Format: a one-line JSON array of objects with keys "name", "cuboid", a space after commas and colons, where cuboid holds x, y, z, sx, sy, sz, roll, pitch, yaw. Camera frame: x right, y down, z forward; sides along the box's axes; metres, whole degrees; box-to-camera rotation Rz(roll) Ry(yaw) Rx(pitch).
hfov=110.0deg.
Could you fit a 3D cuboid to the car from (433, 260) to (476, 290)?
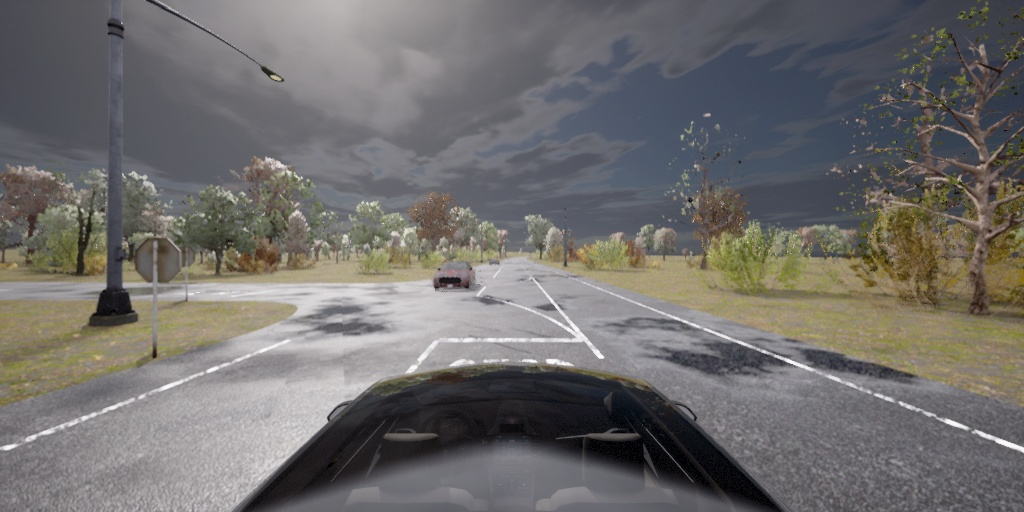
[{"name": "car", "cuboid": [-3.456, 1.086, 22.251, 2.097, 1.767, 4.553, 0, 0, 0]}]
